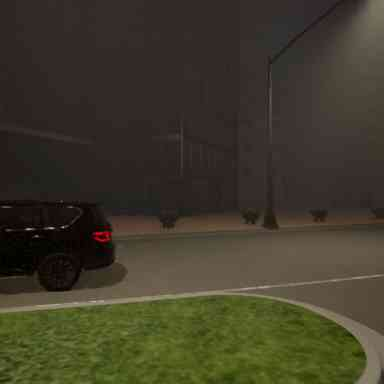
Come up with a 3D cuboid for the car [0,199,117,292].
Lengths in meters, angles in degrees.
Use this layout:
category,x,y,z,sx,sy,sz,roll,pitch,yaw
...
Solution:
category,x,y,z,sx,sy,sz,roll,pitch,yaw
car,-4.691,1.221,8.090,5.566,2.045,2.150,0,0,-14
